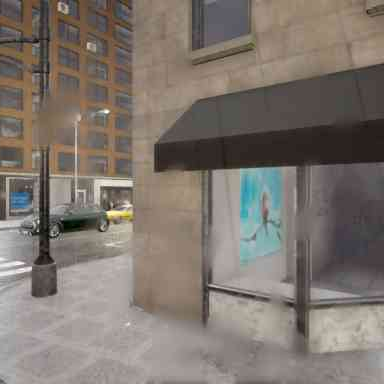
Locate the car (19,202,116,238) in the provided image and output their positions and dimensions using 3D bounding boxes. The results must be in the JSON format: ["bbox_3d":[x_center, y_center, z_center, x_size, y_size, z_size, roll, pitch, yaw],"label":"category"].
[{"bbox_3d":[-6.709,1.366,17.871,2.097,1.767,4.553,0,0,36],"label":"car"}]

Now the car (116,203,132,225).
[{"bbox_3d":[-4.907,1.548,24.696,1.752,1.417,4.829,0,0,36],"label":"car"}]
